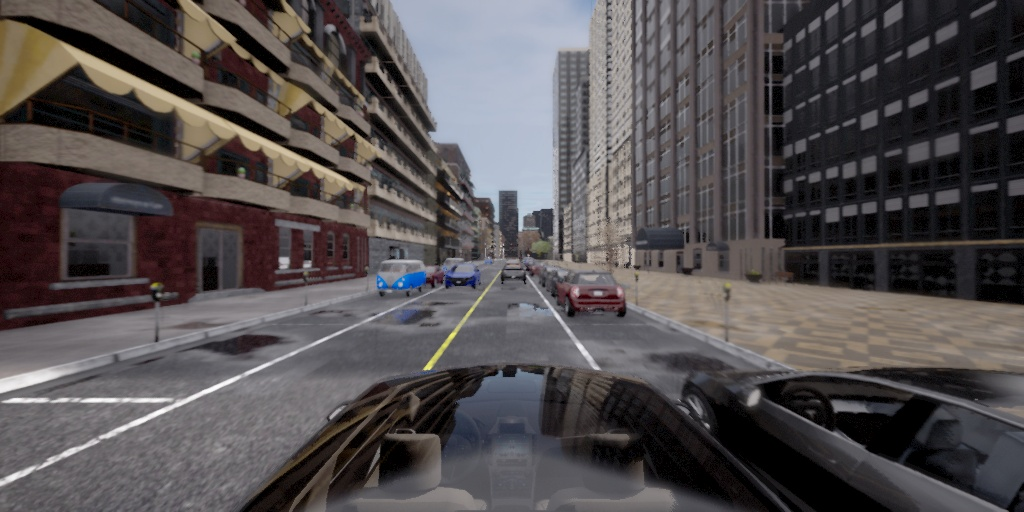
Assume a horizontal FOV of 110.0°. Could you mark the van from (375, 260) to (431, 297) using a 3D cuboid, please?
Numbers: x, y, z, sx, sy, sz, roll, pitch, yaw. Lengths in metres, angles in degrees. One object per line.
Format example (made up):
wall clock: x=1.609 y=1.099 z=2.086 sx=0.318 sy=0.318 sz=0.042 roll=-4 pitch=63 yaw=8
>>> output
van: x=-5.682 y=1.097 z=18.687 sx=1.690 sy=1.789 sz=3.998 roll=0 pitch=0 yaw=0

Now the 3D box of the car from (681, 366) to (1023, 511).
car: x=2.692 y=1.316 z=2.114 sx=1.948 sy=1.339 sz=4.313 roll=0 pitch=0 yaw=0

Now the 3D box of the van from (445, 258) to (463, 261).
van: x=-5.675 y=1.106 z=35.255 sx=1.690 sy=1.789 sz=3.998 roll=0 pitch=0 yaw=0

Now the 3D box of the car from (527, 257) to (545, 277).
car: x=2.706 y=1.204 z=35.250 sx=1.967 sy=1.591 sz=4.097 roll=0 pitch=0 yaw=0

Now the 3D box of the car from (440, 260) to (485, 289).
car: x=-3.068 y=1.236 z=23.181 sx=1.882 sy=1.535 sz=5.008 roll=0 pitch=0 yaw=0

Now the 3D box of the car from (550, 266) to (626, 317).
car: x=2.697 y=1.193 z=13.159 sx=1.967 sy=1.591 sz=4.097 roll=0 pitch=0 yaw=0

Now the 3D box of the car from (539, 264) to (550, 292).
car: x=2.699 y=1.306 z=18.683 sx=2.007 sy=1.370 sz=4.403 roll=0 pitch=0 yaw=0

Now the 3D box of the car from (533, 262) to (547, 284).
car: x=2.701 y=1.309 z=24.206 sx=2.007 sy=1.370 sz=4.403 roll=0 pitch=0 yaw=0

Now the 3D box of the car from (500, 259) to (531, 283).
car: x=0.111 y=1.251 z=27.474 sx=2.128 sy=1.511 sz=4.902 roll=0 pitch=0 yaw=0

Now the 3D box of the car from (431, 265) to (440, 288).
car: x=-5.680 y=1.304 z=24.210 sx=1.888 sy=1.381 sz=4.507 roll=0 pitch=0 yaw=0
